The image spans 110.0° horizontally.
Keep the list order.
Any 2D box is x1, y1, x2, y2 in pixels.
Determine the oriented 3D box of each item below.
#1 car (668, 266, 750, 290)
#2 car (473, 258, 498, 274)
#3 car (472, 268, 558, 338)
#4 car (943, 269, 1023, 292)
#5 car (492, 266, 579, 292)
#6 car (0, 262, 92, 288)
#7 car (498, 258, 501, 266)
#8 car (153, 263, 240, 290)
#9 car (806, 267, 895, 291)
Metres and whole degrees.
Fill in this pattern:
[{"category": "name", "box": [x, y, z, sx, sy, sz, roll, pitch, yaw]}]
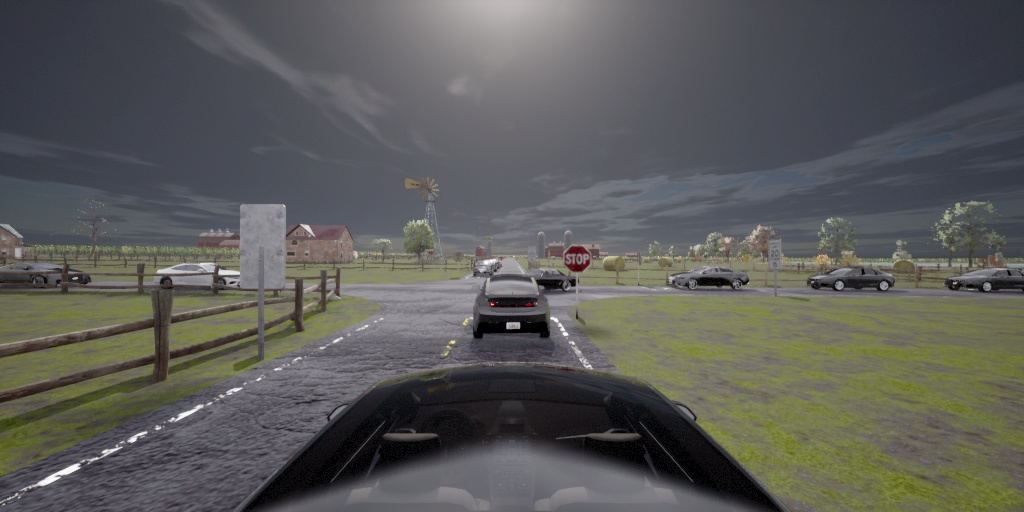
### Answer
[{"category": "car", "box": [12.788, 1.397, 23.434, 4.902, 1.511, 2.128, 1, -1, -2]}, {"category": "car", "box": [-2.875, 1.243, 36.839, 2.128, 1.511, 4.902, 0, 0, 0]}, {"category": "car", "box": [-0.078, 1.256, 10.154, 1.837, 1.490, 4.892, 0, 0, -3]}, {"category": "car", "box": [31.692, 1.587, 23.734, 4.892, 1.490, 1.837, 1, -1, -1]}, {"category": "car", "box": [1.491, 1.369, 20.201, 4.718, 1.301, 1.895, 1, 0, -35]}, {"category": "car", "box": [-26.372, 1.048, 19.977, 4.181, 1.385, 1.994, 1, -1, -1]}, {"category": "car", "box": [-2.872, 1.241, 46.285, 2.128, 1.511, 4.902, 0, 0, 0]}, {"category": "car", "box": [-17.252, 1.104, 20.103, 4.674, 1.442, 1.812, 1, -1, -1]}, {"category": "car", "box": [22.190, 1.499, 23.609, 4.892, 1.490, 1.837, 1, -1, -1]}]
